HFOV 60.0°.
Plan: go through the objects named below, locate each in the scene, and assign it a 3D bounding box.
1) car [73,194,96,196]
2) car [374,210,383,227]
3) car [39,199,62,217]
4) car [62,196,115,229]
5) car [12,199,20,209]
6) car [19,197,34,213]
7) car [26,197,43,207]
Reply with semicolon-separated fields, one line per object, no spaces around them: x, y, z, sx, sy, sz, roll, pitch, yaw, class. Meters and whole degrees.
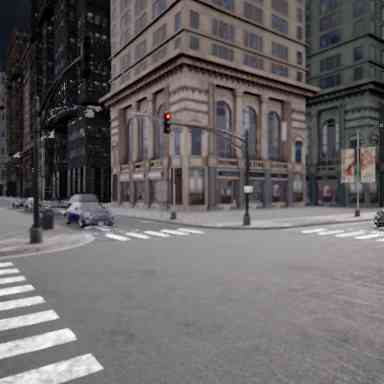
-11.270;1.260;34.078;2.150;2.045;5.566;0;0;-35;car
13.825;1.379;21.558;4.553;1.767;2.097;0;0;-35;car
-12.147;1.532;29.788;2.128;1.511;4.902;0;0;-35;car
-6.874;1.383;22.320;2.097;1.767;4.553;0;0;-35;car
-23.943;1.614;46.566;2.033;1.411;5.357;0;0;-35;car
-17.835;1.600;37.855;2.033;1.411;5.357;0;0;-35;car
-26.184;1.598;55.220;1.812;1.442;4.674;0;0;-35;car
